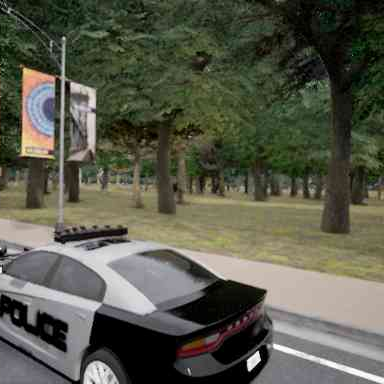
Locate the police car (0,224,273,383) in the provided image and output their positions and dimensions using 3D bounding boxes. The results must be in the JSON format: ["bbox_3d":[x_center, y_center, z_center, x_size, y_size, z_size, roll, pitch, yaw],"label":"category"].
[{"bbox_3d":[-1.503,1.300,4.672,5.238,1.638,1.930,2,1,36],"label":"police car"}]
